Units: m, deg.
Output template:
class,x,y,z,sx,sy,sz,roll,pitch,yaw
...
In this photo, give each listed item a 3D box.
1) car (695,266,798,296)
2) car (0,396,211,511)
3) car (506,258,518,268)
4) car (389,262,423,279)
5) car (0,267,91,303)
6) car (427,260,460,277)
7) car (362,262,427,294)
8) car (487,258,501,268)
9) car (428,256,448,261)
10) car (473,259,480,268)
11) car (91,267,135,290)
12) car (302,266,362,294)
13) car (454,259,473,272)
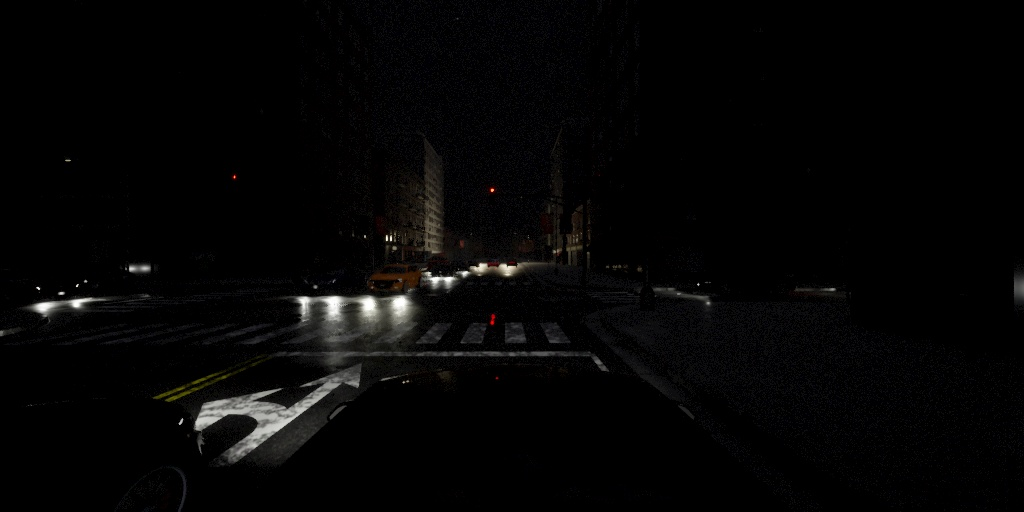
class,x,y,z,sx,sy,sz,roll,pitch,yaw
car,12.452,1.294,19.242,4.892,1.490,1.837,0,0,2
car,-3.244,1.276,0.782,1.812,1.442,4.674,0,0,0
car,-0.018,1.245,62.195,1.837,1.490,4.892,0,0,0
car,-9.859,1.274,33.627,1.812,1.442,4.674,0,0,0
car,-22.901,1.291,16.125,5.357,1.411,2.033,0,0,0
car,-6.610,1.313,35.097,1.994,1.385,4.181,0,0,0
car,-6.609,1.237,20.813,1.882,1.535,5.008,0,0,0
car,-3.268,1.341,62.641,1.895,1.301,4.718,0,0,0
car,-9.858,0.968,48.159,2.150,2.045,5.566,0,0,0
car,-6.580,1.288,60.834,2.033,1.411,5.357,0,0,0
car,-25.380,1.330,21.622,4.313,1.339,1.948,0,0,0
car,-9.853,1.290,20.300,1.812,1.442,4.674,0,0,0
car,-6.614,1.308,46.498,1.994,1.385,4.181,0,0,0
